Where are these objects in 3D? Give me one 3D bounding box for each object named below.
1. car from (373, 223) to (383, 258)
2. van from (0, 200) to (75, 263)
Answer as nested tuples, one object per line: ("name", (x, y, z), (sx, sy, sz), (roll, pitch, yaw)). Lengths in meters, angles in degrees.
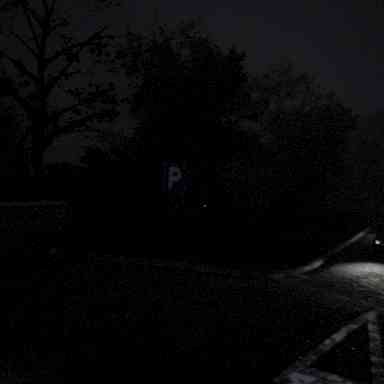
("car", (8.846, 1.847, 13.991), (1.812, 1.442, 4.674), (-2, -1, 35))
("van", (-5.792, 1.253, 9.815), (1.878, 1.987, 4.442), (0, 0, 36))
